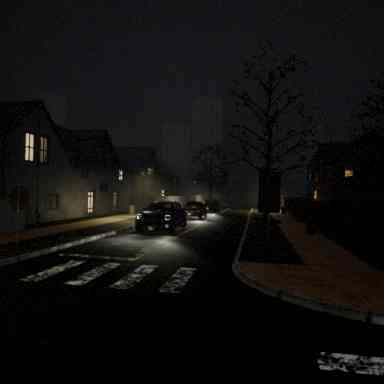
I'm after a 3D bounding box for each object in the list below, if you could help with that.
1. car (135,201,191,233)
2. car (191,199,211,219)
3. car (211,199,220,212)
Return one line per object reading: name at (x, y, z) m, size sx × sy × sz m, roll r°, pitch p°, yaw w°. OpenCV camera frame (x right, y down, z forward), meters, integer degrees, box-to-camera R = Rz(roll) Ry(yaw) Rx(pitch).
car at (-1.699, 1.335, 19.526) m, size 2.097 × 1.767 × 4.553 m, roll 1°, pitch 0°, yaw 11°
car at (0.222, 1.550, 29.388) m, size 1.812 × 1.442 × 4.674 m, roll 1°, pitch 0°, yaw 11°
car at (2.226, 1.561, 39.587) m, size 2.128 × 1.511 × 4.902 m, roll 1°, pitch 0°, yaw 11°
